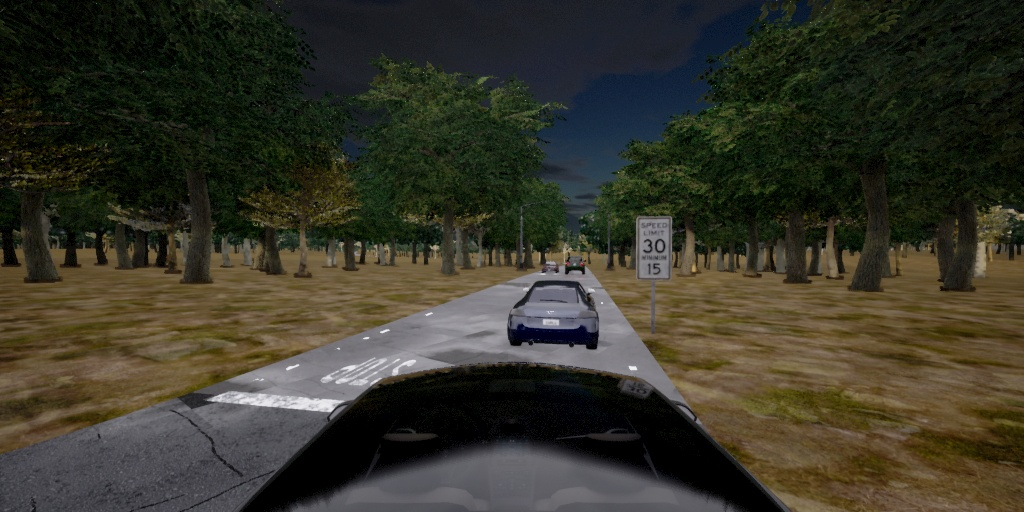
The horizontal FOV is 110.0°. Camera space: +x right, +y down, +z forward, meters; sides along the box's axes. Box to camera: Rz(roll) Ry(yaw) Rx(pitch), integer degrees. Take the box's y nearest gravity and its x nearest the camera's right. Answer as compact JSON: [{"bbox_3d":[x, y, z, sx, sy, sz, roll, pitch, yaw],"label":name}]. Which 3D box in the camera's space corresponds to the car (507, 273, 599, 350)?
[{"bbox_3d":[1.164,1.307,9.215,1.994,1.385,4.181,0,0,11],"label":"car"}]

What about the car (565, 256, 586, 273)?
[{"bbox_3d":[7.245,1.033,40.964,2.150,2.045,5.566,0,0,12],"label":"car"}]

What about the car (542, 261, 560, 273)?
[{"bbox_3d":[4.803,1.358,44.377,1.812,1.442,4.674,0,0,11],"label":"car"}]
